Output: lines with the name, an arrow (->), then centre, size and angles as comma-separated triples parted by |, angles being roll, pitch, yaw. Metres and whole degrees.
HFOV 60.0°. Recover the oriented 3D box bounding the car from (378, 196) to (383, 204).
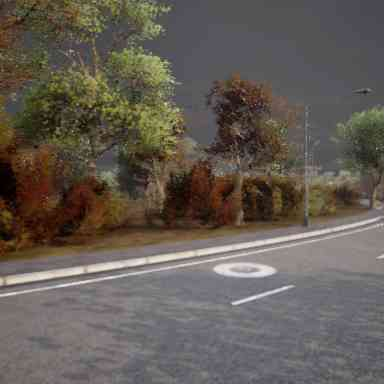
car -> 37.690, 1.517, 64.498 | 2.033, 1.411, 5.357 | 0, 0, 17
